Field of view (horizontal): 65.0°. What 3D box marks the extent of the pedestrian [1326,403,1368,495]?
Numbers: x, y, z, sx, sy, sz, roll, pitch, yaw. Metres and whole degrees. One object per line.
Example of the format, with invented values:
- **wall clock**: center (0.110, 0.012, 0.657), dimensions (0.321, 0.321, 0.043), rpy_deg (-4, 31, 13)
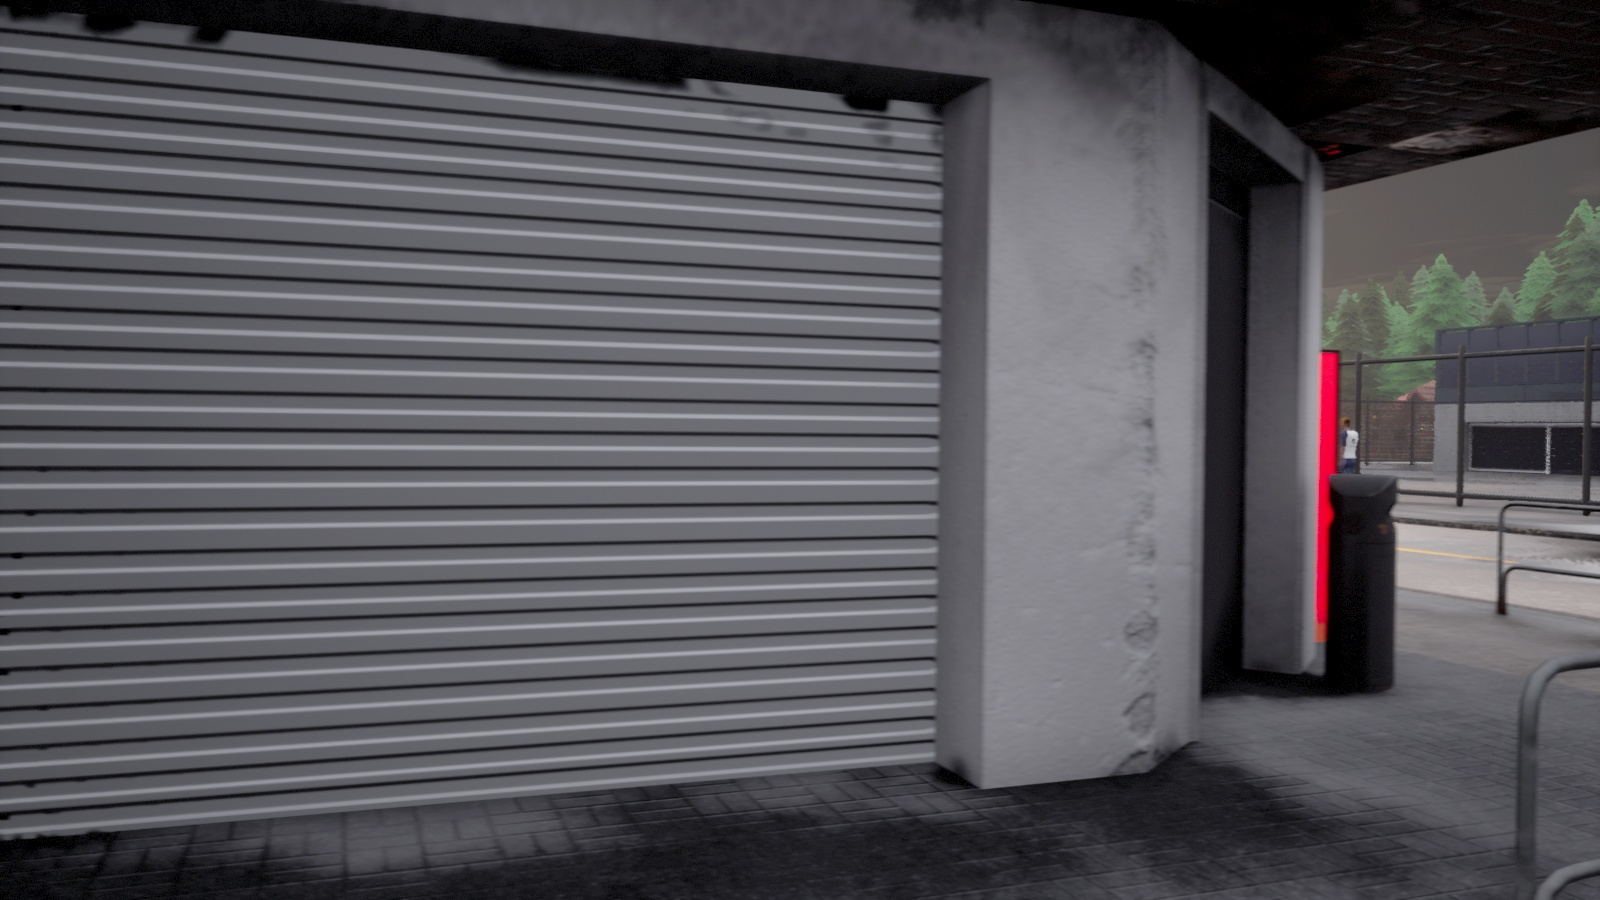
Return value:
- **pedestrian**: center (11.082, -0.033, 25.440), dimensions (0.354, 1.836, 0.706), rpy_deg (-1, 1, -28)
